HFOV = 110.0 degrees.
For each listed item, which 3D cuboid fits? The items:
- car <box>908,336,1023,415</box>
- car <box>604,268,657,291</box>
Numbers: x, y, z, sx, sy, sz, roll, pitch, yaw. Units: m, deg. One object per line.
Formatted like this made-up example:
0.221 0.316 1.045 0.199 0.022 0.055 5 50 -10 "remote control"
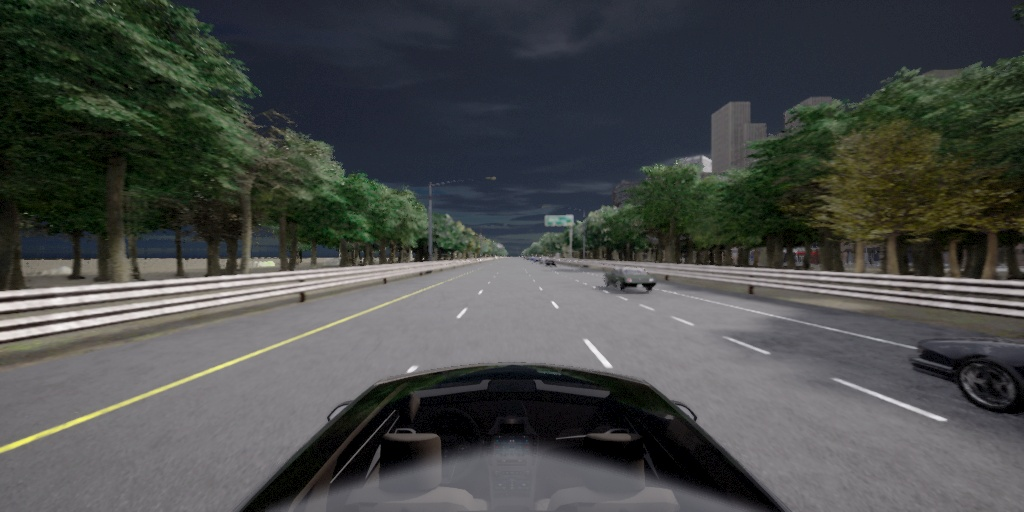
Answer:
6.999 1.300 2.959 2.033 1.411 5.357 0 0 0 "car"
7.020 1.357 21.887 1.895 1.301 4.718 0 0 0 "car"
